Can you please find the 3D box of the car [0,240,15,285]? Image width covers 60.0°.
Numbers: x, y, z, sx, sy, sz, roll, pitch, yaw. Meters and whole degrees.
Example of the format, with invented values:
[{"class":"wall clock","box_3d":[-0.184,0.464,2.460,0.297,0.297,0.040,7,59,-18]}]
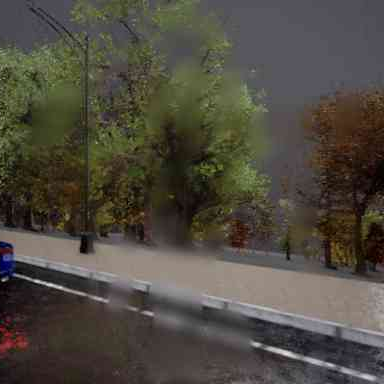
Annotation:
[{"class":"car","box_3d":[-6.303,1.453,8.147,5.008,1.535,1.882,0,0,36]}]
